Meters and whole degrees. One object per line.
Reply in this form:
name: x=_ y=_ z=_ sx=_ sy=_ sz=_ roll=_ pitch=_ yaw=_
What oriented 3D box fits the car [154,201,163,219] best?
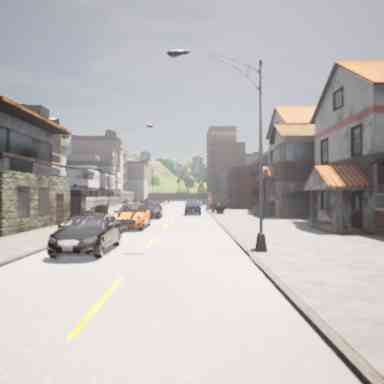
car: x=-3.998 y=1.675 z=32.547 sx=2.097 sy=1.767 sz=4.553 roll=0 pitch=-1 yaw=0

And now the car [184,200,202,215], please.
car: x=0.103 y=1.860 z=38.585 sx=1.882 sy=1.535 sz=5.008 roll=0 pitch=-1 yaw=0

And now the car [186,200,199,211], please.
car: x=0.009 y=1.996 z=49.476 sx=1.837 sy=1.490 sz=4.892 roll=0 pitch=0 yaw=0

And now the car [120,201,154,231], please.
car: x=-4.064 y=1.575 z=22.485 sx=2.097 sy=1.767 sz=4.553 roll=0 pitch=-1 yaw=0

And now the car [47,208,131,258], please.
car: x=-4.093 y=1.625 z=13.384 sx=2.128 sy=1.511 sz=4.902 roll=0 pitch=-1 yaw=0
